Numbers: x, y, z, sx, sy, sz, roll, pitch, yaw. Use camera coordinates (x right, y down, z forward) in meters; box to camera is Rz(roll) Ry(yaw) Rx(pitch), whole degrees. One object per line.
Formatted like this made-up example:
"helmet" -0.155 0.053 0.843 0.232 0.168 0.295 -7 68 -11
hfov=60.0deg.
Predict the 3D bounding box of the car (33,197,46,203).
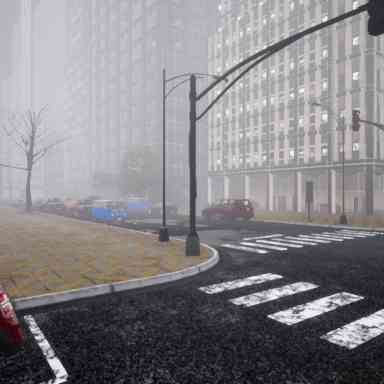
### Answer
"car" -39.054 2.063 85.110 1.882 1.535 5.008 0 0 -36

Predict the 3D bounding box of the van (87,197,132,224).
"van" -6.615 1.499 26.451 1.690 1.788 3.998 0 0 -36

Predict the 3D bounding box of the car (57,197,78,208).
"car" -20.749 1.721 55.225 2.097 1.767 4.553 0 0 -36

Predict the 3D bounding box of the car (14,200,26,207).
"car" -30.279 1.994 58.554 1.802 1.307 4.206 0 0 -36

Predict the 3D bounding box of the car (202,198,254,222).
"car" 2.931 1.454 27.625 2.192 1.841 5.009 0 0 -36

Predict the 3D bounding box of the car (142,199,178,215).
"car" -3.245 1.758 36.004 2.008 1.369 4.403 0 0 -36

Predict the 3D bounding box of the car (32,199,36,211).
"car" -20.138 1.745 44.796 1.967 1.590 4.097 0 0 -36

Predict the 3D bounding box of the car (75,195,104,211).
"car" -14.442 1.524 46.740 2.150 2.045 5.566 0 0 -36

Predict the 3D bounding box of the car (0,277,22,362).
"car" -4.209 1.440 3.554 4.097 1.590 1.967 0 0 -36

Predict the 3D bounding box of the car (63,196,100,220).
"car" -9.996 1.510 31.037 2.192 1.841 5.009 0 0 -36

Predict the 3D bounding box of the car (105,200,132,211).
"car" -10.006 1.847 45.177 1.947 1.339 4.313 0 0 -36

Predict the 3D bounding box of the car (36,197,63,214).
"car" -16.758 1.584 40.209 2.192 1.841 5.009 0 0 -36

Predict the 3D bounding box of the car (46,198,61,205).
"car" -30.292 2.061 72.695 1.947 1.339 4.313 0 0 -36

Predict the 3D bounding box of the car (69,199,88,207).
"car" -20.149 1.940 58.935 2.008 1.369 4.403 0 0 -36

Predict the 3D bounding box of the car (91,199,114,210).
"car" -13.489 1.844 49.900 1.752 1.417 4.829 0 0 -36

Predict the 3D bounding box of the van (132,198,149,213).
"van" -6.627 1.586 40.591 1.690 1.788 3.998 0 0 -36
